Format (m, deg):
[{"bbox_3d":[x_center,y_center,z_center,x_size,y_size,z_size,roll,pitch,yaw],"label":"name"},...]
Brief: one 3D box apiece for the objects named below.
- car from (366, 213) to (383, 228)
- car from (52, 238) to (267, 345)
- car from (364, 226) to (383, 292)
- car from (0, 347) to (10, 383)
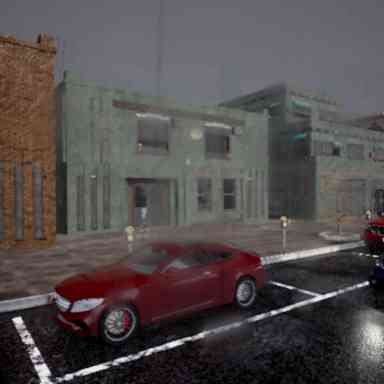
[{"bbox_3d":[8.648,1.308,12.738,5.009,1.841,2.192,0,0,-36],"label":"car"},{"bbox_3d":[-0.376,1.581,6.295,4.206,1.307,1.802,0,0,-36],"label":"car"},{"bbox_3d":[5.853,1.560,7.532,4.181,1.385,1.994,0,0,-35],"label":"car"},{"bbox_3d":[-3.202,1.602,1.092,4.718,1.301,1.895,0,0,-35],"label":"car"}]
